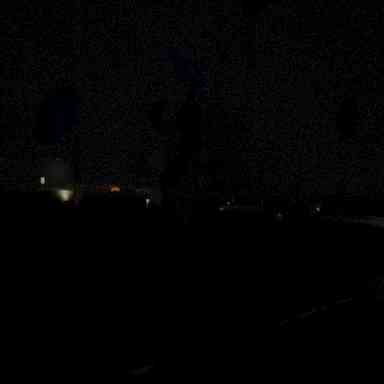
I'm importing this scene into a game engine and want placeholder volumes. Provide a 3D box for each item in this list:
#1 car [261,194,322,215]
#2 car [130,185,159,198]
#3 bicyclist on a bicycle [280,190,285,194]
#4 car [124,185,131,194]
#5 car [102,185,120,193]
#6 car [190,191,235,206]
[{"bbox_3d":[7.614,0.899,25.746,2.128,1.511,4.902,0,2,-35],"label":"car"},{"bbox_3d":[-6.242,0.062,45.245,1.812,1.442,4.674,0,2,-35],"label":"car"},{"bbox_3d":[9.199,0.665,33.841,1.656,1.620,0.582,0,2,-35],"label":"bicyclist on a bicycle"},{"bbox_3d":[-9.499,-0.450,54.879,2.097,1.767,4.553,0,2,-36],"label":"car"},{"bbox_3d":[-15.413,-0.662,63.177,1.882,1.535,5.008,0,2,-36],"label":"car"},{"bbox_3d":[1.933,0.591,33.731,2.033,1.411,5.357,0,2,-35],"label":"car"}]
